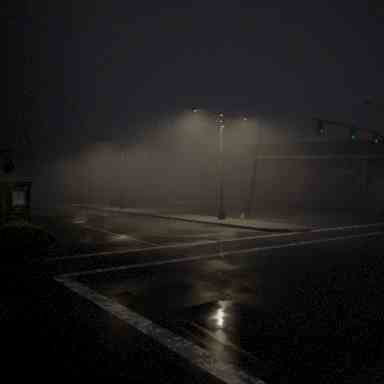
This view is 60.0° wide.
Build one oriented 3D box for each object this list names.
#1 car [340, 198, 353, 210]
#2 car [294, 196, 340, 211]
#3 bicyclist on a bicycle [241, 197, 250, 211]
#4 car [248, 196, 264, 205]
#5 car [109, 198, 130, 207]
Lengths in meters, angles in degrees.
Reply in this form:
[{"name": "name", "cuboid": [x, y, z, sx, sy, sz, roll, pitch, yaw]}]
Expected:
[{"name": "car", "cuboid": [18.160, 1.456, 42.040, 1.970, 1.475, 3.806, 0, 0, -35]}, {"name": "car", "cuboid": [13.896, 1.295, 38.116, 2.242, 1.667, 4.611, 0, 0, -35]}, {"name": "bicyclist on a bicycle", "cuboid": [6.318, 1.430, 39.756, 1.656, 1.620, 0.582, -6, -7, -37]}, {"name": "car", "cuboid": [11.850, 1.478, 60.724, 1.882, 1.535, 5.008, 0, 0, 29]}, {"name": "car", "cuboid": [-11.092, 1.564, 50.726, 1.994, 1.385, 4.181, 0, 0, -35]}]
